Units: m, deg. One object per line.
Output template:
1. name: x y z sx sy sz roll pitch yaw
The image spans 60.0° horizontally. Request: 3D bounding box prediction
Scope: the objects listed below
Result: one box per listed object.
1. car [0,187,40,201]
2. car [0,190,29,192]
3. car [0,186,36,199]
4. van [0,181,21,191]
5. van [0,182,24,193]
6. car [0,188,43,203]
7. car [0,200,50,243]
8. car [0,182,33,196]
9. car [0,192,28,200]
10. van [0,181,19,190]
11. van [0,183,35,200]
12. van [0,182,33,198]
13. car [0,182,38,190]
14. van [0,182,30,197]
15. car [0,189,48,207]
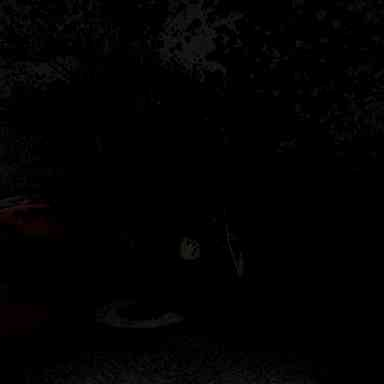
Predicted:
1. car: -20.599 0.252 39.077 4.792 1.488 2.163 1 1 -30
2. car: -12.483 0.872 24.592 5.366 1.575 1.946 1 2 -30
3. car: -23.386 0.036 43.857 5.008 1.535 2.097 1 1 -30
4. van: -39.962 -1.255 72.789 4.442 1.987 1.878 1 1 -30
5. van: -34.423 -0.900 63.198 4.442 1.987 1.878 1 1 -30
6. car: -19.280 0.348 36.793 4.792 1.488 2.163 1 2 -30
7. car: -6.853 1.323 15.201 5.008 1.535 2.097 1 2 -30
8. car: -27.561 -0.481 51.028 5.566 2.045 2.435 1 1 -30
9. car: -8.202 1.086 17.614 4.553 1.767 2.185 1 2 -30
10. van: -42.937 -1.436 77.474 4.442 1.987 1.878 1 1 -30
11. van: -22.085 -0.099 41.384 4.442 1.987 1.878 1 1 -30
12. van: -24.668 -0.276 46.306 4.442 1.987 1.878 1 1 -30
13. car: -15.057 0.402 29.486 5.566 2.045 2.435 1 2 -30
14. van: -26.254 -0.369 48.587 4.442 1.987 1.878 1 1 -30
15. car: -16.499 0.569 31.862 4.792 1.488 2.163 1 2 -30
